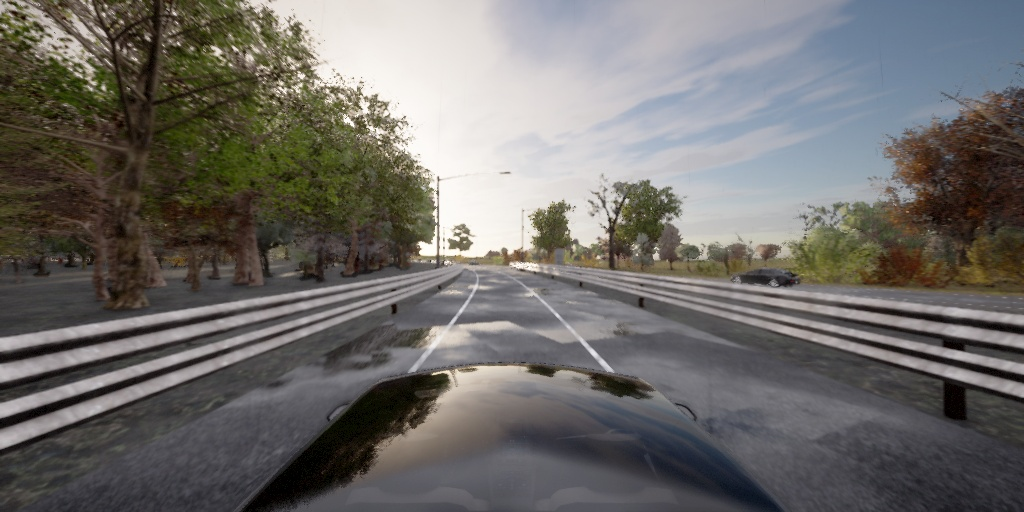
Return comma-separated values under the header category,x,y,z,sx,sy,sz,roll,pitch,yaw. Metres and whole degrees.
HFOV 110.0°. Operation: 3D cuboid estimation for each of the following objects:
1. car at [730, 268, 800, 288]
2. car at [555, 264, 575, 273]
category,x,y,z,sx,sy,sz,roll,pitch,yaw
car,20.276,1.728,28.980,1.837,1.490,4.892,0,0,-23
car,8.445,1.888,56.534,1.994,1.385,4.181,0,0,-23
